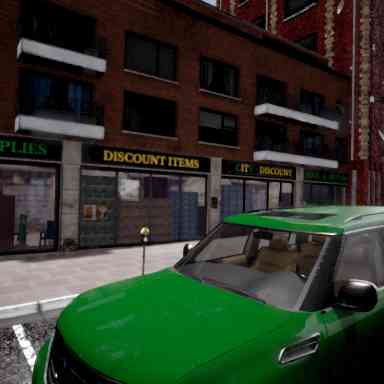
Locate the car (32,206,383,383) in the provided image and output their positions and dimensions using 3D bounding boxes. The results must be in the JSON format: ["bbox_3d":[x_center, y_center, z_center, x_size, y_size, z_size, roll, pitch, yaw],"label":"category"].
[{"bbox_3d":[1.257,1.224,3.839,5.566,2.045,2.150,0,0,-35],"label":"car"}]
